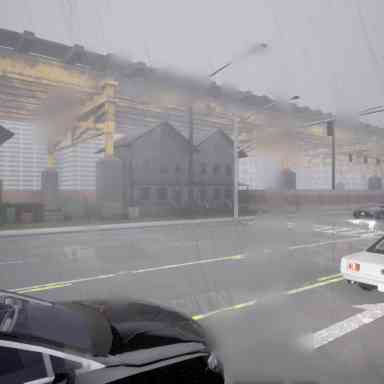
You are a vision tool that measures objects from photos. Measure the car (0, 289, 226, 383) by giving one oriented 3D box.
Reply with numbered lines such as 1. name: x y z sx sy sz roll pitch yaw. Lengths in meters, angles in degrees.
1. car: -1.918 1.492 2.378 4.902 1.511 2.128 0 0 -35

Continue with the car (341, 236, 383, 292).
1. car: 5.602 1.601 7.759 4.718 1.301 1.895 0 0 -35

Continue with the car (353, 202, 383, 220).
1. car: 15.252 1.564 27.708 4.181 1.385 1.994 0 0 -35
